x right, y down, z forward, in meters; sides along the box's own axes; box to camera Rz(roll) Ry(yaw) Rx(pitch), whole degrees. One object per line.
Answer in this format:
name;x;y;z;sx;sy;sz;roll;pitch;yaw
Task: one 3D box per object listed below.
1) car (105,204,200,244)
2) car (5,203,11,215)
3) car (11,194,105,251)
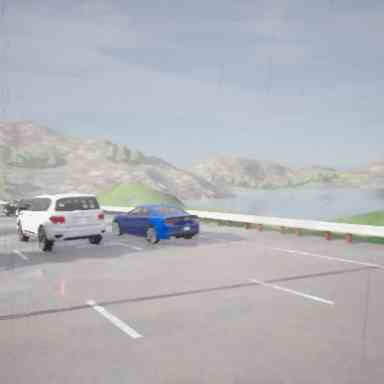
car;-1.764;1.258;14.684;1.882;1.535;5.008;-2;1;-39
car;-14.831;1.319;29.191;1.837;1.490;4.892;-2;1;-45
car;-5.574;1.097;13.837;2.150;2.045;5.566;-2;1;-40
